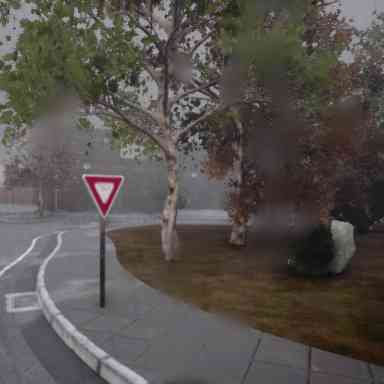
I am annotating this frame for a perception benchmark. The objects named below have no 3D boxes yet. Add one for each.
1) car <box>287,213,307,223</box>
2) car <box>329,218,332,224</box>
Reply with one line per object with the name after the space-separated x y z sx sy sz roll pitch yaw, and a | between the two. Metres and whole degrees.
15.337 3.674 47.875 4.892 1.490 1.837 4 -3 -39 | car
20.017 3.866 47.651 4.674 1.442 1.812 3 -2 -39 | car
